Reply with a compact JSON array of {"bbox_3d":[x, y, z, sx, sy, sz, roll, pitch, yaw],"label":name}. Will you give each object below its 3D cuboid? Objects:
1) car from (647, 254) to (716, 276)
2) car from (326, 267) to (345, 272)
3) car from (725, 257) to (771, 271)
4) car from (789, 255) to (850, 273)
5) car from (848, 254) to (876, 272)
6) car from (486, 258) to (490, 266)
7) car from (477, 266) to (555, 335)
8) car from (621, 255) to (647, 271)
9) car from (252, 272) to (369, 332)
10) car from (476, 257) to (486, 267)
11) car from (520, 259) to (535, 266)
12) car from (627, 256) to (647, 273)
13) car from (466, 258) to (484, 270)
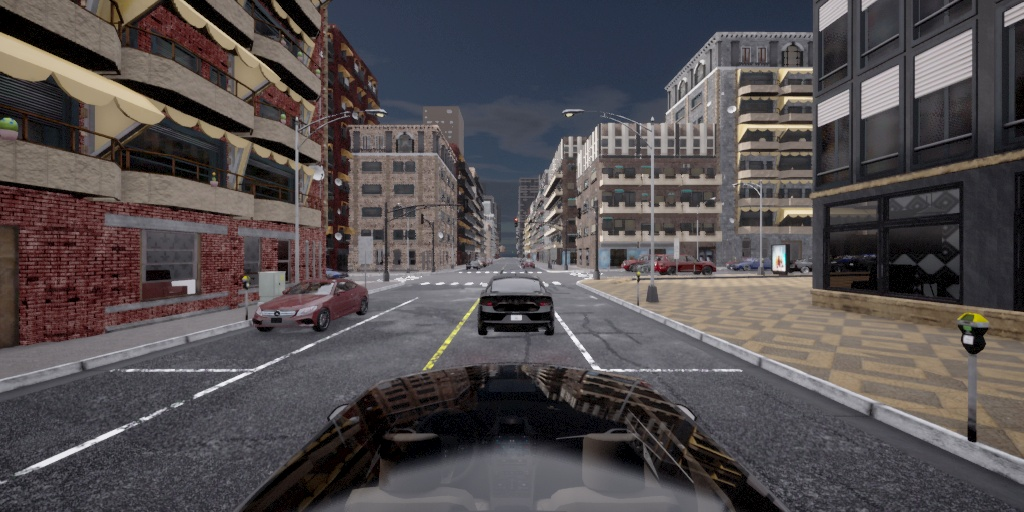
[{"bbox_3d":[14.719,0.778,30.798,5.009,1.841,2.192,0,0,0],"label":"car"},{"bbox_3d":[-18.020,1.610,33.115,5.357,1.411,2.033,-1,0,-1],"label":"car"},{"bbox_3d":[25.080,0.806,36.677,5.357,1.411,2.033,-1,0,-1],"label":"car"},{"bbox_3d":[25.812,0.822,30.891,4.313,1.339,1.948,0,0,0],"label":"car"},{"bbox_3d":[31.360,0.718,30.937,4.313,1.339,1.948,0,0,0],"label":"car"},{"bbox_3d":[-5.670,1.086,64.213,2.192,1.841,5.009,0,0,0],"label":"car"},{"bbox_3d":[0.101,1.228,10.482,1.882,1.535,5.008,0,0,0],"label":"car"},{"bbox_3d":[14.587,0.764,39.177,5.009,1.841,2.192,0,0,0],"label":"car"},{"bbox_3d":[-5.739,1.332,10.825,1.802,1.307,4.207,0,0,0],"label":"car"},{"bbox_3d":[-5.672,1.293,58.361,1.751,1.417,4.829,0,0,0],"label":"car"},{"bbox_3d":[2.708,1.208,58.530,1.967,1.591,4.097,0,0,0],"label":"car"},{"bbox_3d":[14.457,1.021,36.585,4.181,1.385,1.994,-1,0,-1],"label":"car"},{"bbox_3d":[-5.674,1.330,52.848,1.948,1.339,4.313,0,0,0],"label":"car"}]
